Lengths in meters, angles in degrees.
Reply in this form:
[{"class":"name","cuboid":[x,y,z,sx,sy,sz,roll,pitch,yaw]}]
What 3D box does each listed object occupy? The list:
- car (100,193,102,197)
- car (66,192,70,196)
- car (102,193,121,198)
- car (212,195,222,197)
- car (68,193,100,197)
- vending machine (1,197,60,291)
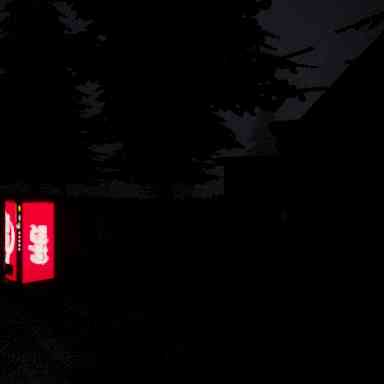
[{"class":"car","cuboid":[-21.948,1.298,85.204,4.514,1.523,2.007,0,0,-23]},{"class":"car","cuboid":[-20.506,1.330,62.087,5.027,1.636,2.152,0,0,-23]},{"class":"car","cuboid":[-18.078,1.320,75.991,3.633,1.501,1.845,0,0,-23]},{"class":"car","cuboid":[4.725,1.374,69.414,3.633,1.501,1.845,0,0,-23]},{"class":"car","cuboid":[-19.231,1.339,59.221,4.514,1.523,2.007,0,0,-23]},{"class":"vending machine","cuboid":[-3.998,1.195,8.252,1.100,2.100,0.880,0,0,-44]}]
